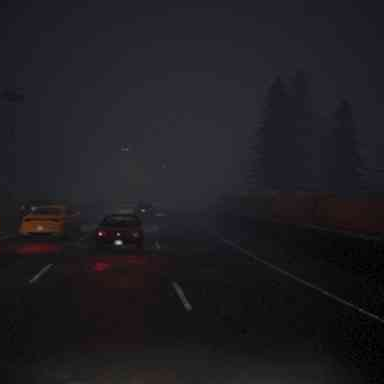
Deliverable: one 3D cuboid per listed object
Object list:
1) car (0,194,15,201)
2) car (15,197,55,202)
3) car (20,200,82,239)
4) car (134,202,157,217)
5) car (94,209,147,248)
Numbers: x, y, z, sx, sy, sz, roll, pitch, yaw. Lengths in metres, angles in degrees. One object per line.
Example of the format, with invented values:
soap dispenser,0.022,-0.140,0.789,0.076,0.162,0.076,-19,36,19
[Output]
car,-22.334,0.997,38.717,2.097,1.767,4.553,2,0,1
car,-11.262,1.232,25.511,2.097,1.767,4.553,2,-1,-5
car,-6.887,1.416,16.818,1.882,1.535,5.008,2,-1,-8
car,-4.634,1.732,33.251,1.994,1.385,4.181,2,-1,-1
car,-3.113,1.643,14.874,1.895,1.301,4.718,2,-1,-9
